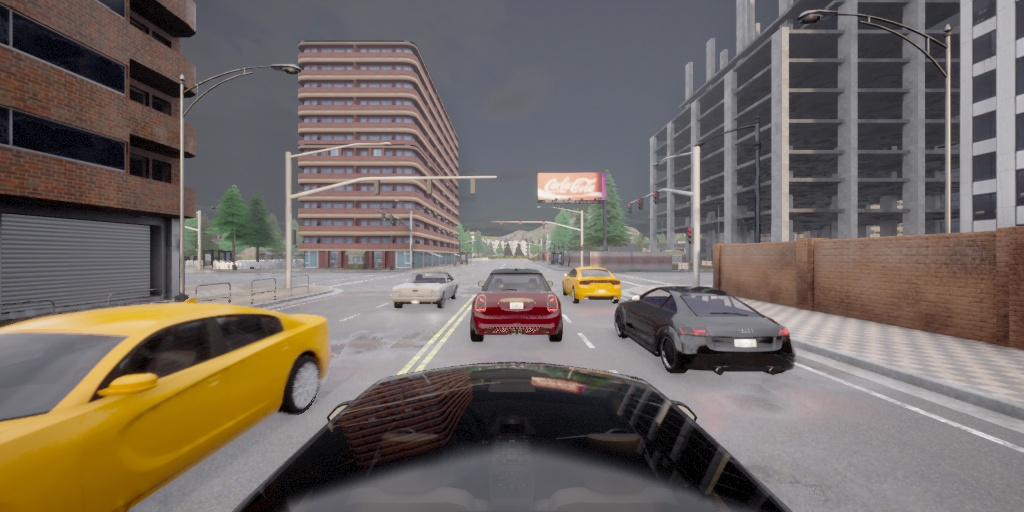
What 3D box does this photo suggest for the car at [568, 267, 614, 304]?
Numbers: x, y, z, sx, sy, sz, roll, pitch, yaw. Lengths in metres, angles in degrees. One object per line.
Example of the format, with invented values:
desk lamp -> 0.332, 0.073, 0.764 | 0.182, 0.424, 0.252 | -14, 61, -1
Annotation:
car -> 3.499, 1.228, 16.471 | 1.882, 1.535, 5.008 | 0, 0, 0

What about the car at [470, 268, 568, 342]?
car -> 0.100, 1.102, 9.943 | 2.097, 1.767, 4.553 | 0, 0, 0

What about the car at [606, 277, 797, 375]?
car -> 3.598, 1.314, 7.538 | 1.994, 1.385, 4.181 | 0, 0, 0

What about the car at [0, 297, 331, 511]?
car -> -3.588, 1.228, 3.183 | 1.882, 1.535, 5.008 | 0, 0, 0

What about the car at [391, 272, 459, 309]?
car -> -3.502, 1.351, 15.158 | 1.895, 1.301, 4.718 | 0, 0, 0
